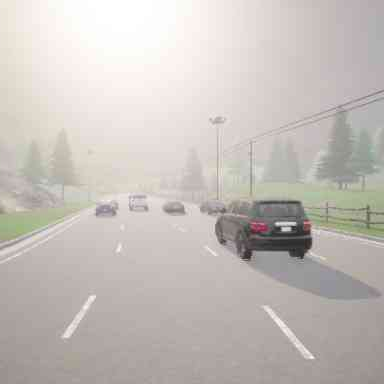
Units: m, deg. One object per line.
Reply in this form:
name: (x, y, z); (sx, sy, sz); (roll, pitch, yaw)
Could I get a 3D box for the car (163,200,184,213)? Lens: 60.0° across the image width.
car: (-2.081, 1.564, 36.564); (1.994, 1.385, 4.181); (0, 0, -11)

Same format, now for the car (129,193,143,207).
car: (-8.980, 1.221, 53.067); (2.150, 2.045, 5.566); (0, 0, -11)

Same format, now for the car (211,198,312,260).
car: (2.465, 1.221, 12.738); (2.150, 2.045, 5.566); (0, 0, -8)

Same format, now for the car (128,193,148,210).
car: (-6.854, 1.221, 42.550); (2.150, 2.045, 5.566); (0, 0, -11)

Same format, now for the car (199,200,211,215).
car: (2.132, 1.547, 33.423); (2.033, 1.411, 5.357); (0, 0, -11)

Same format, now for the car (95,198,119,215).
car: (-8.548, 1.526, 33.232); (1.812, 1.442, 4.674); (0, 0, -11)

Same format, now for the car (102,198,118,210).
car: (-10.568, 1.526, 43.246); (1.812, 1.442, 4.674); (0, 0, -11)
